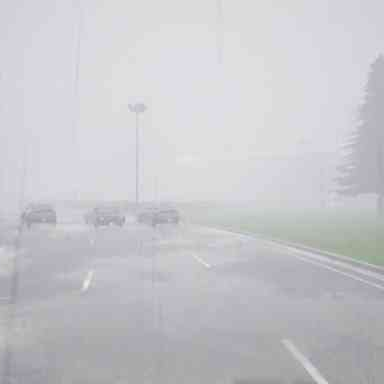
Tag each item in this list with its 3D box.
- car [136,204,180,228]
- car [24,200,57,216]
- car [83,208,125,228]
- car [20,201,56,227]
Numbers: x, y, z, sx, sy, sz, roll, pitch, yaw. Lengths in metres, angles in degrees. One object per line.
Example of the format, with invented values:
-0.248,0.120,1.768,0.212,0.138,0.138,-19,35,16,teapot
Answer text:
-2.533,1.623,23.594,2.128,1.511,4.902,0,0,-27,car
-16.800,1.691,36.694,1.882,1.535,5.008,0,0,-42,car
-6.247,1.733,23.226,1.895,1.301,4.718,0,0,-29,car
-11.055,1.629,23.829,2.128,1.511,4.902,0,-1,-33,car
